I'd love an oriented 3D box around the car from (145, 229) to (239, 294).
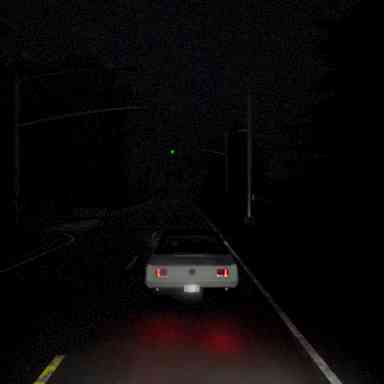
[{"bbox_3d":[-0.034,1.619,8.781,1.895,1.301,4.718,0,0,-1],"label":"car"}]
